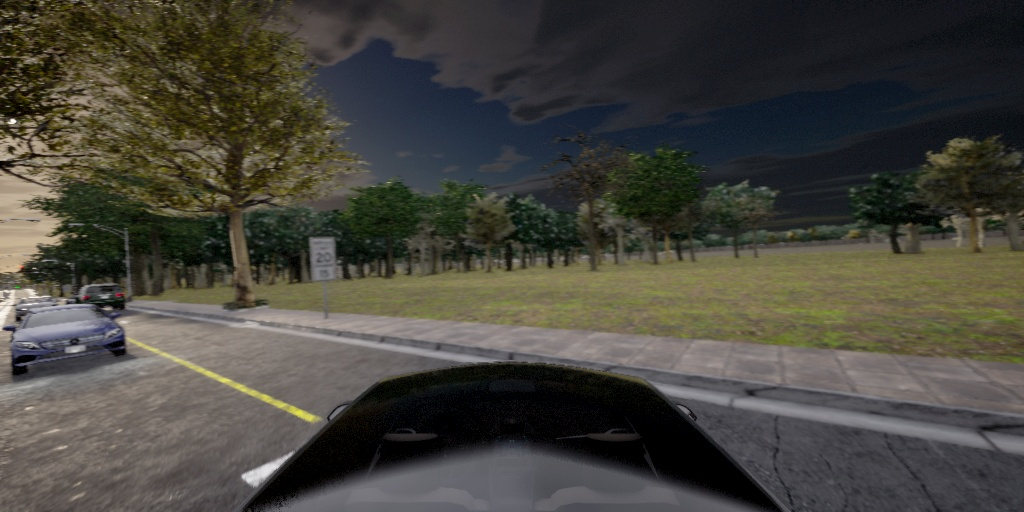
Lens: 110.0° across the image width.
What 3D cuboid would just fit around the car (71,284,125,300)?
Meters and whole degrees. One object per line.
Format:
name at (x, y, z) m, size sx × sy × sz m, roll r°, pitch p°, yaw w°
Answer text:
car at (-30.966, 3.167, 26.935) m, size 5.566 × 2.045 × 2.150 m, roll -4°, pitch 0°, yaw 36°

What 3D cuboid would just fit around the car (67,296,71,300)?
car at (-40.410, 4.256, 33.738) m, size 4.718 × 1.301 × 1.895 m, roll -4°, pitch 0°, yaw 36°

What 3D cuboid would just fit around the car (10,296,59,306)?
car at (-33.514, 3.614, 25.300) m, size 4.902 × 1.511 × 2.128 m, roll -4°, pitch 0°, yaw 36°

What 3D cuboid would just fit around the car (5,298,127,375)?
car at (-12.375, 2.107, 9.956) m, size 4.674 × 1.442 × 1.812 m, roll -4°, pitch 0°, yaw 36°
